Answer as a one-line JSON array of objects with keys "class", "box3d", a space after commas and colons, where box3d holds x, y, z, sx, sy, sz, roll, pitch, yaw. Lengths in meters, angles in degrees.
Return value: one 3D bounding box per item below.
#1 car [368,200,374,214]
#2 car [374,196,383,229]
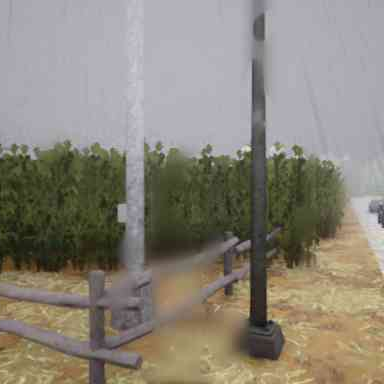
[{"class": "car", "box3d": [20.005, 1.561, 35.583, 1.837, 1.490, 4.892, 0, 0, 25]}, {"class": "car", "box3d": [13.247, 1.226, 21.228, 2.150, 2.045, 5.566, 0, 0, 25]}]
